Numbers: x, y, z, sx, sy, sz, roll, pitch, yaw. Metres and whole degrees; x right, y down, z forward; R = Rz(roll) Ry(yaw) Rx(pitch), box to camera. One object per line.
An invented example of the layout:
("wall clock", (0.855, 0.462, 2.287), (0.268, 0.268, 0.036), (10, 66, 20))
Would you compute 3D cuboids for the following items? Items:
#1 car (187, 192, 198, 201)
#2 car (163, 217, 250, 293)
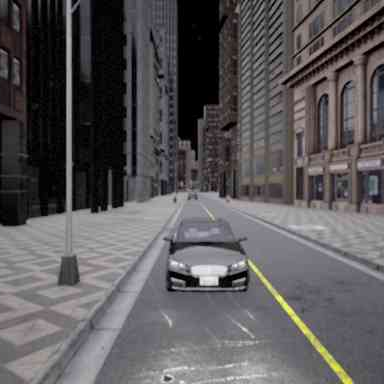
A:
("car", (0.140, 0.942, 73.897), (2.150, 2.045, 5.566), (0, 0, 0))
("car", (0.327, 1.476, 8.985), (2.128, 1.511, 4.902), (0, 0, 0))
